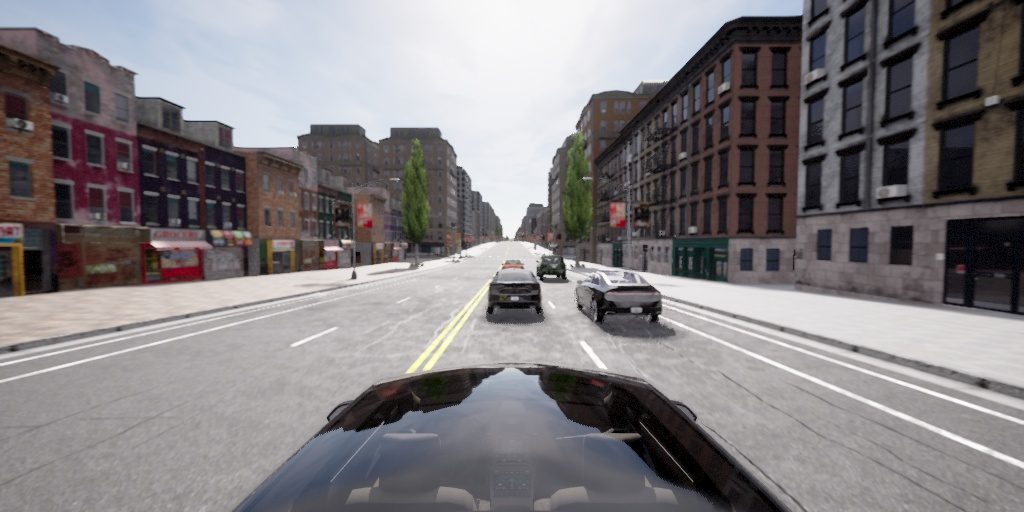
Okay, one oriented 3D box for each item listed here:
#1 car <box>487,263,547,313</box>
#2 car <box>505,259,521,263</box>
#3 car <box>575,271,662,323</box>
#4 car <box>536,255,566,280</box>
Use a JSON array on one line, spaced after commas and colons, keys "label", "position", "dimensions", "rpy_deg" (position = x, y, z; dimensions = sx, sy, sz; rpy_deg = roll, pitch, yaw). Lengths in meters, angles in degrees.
[{"label": "car", "position": [0.093, 1.223, 14.072], "dimensions": [1.882, 1.535, 5.008], "rpy_deg": [0, 0, 0]}, {"label": "car", "position": [0.086, 1.066, 33.107], "dimensions": [2.097, 1.767, 4.553], "rpy_deg": [0, 0, 0]}, {"label": "car", "position": [3.344, 1.238, 12.060], "dimensions": [2.128, 1.511, 4.902], "rpy_deg": [0, 0, 0]}, {"label": "car", "position": [3.336, 0.945, 31.067], "dimensions": [2.150, 2.045, 5.566], "rpy_deg": [0, 0, 0]}]
